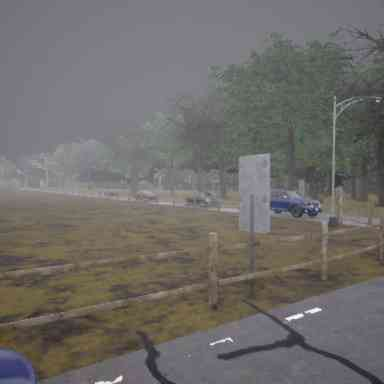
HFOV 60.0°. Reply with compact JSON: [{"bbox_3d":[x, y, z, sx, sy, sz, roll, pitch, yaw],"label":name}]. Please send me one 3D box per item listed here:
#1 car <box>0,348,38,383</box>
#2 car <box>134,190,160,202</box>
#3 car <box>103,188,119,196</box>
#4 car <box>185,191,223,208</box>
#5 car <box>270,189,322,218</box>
[{"bbox_3d":[-2.891,1.525,0.984,4.674,1.442,1.812,0,0,-35],"label":"car"},{"bbox_3d":[-6.233,0.537,45.538,1.882,1.535,5.008,0,1,-35],"label":"car"},{"bbox_3d":[-15.539,0.087,63.682,1.837,1.490,4.892,0,1,-35],"label":"car"},{"bbox_3d":[1.236,0.717,35.013,2.097,1.767,4.553,0,1,-34],"label":"car"},{"bbox_3d":[7.429,0.839,26.294,2.150,2.045,5.566,0,1,-35],"label":"car"}]
